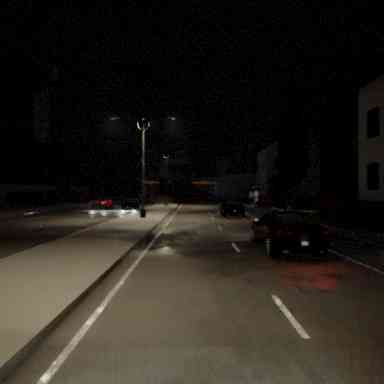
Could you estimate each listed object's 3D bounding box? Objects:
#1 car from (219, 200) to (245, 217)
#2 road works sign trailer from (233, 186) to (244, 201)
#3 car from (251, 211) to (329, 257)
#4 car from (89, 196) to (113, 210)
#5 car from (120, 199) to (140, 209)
[{"bbox_3d":[3.588,1.442,30.447,1.882,1.535,5.008,0,0,0],"label":"car"},{"bbox_3d":[12.014,0.366,84.410,2.380,3.560,2.880,0,0,35],"label":"road works sign trailer"},{"bbox_3d":[3.576,1.462,12.983,1.882,1.535,5.008,0,0,0],"label":"car"},{"bbox_3d":[-11.586,1.303,42.489,2.097,1.767,4.553,0,0,0],"label":"car"},{"bbox_3d":[-8.083,1.550,43.893,1.895,1.301,4.718,0,0,0],"label":"car"}]
